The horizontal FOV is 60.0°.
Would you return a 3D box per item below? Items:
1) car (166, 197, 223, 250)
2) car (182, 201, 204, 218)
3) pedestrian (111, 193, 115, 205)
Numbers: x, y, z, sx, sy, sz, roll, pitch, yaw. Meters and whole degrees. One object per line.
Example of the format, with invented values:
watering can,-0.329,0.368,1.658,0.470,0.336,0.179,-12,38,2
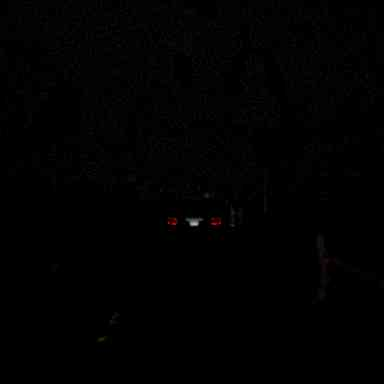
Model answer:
car,0.100,1.217,14.414,2.150,2.045,5.566,0,0,0
car,0.098,1.592,30.925,1.895,1.301,4.718,0,0,0
pedestrian,-12.170,1.121,51.277,0.375,1.860,0.375,0,-2,0
